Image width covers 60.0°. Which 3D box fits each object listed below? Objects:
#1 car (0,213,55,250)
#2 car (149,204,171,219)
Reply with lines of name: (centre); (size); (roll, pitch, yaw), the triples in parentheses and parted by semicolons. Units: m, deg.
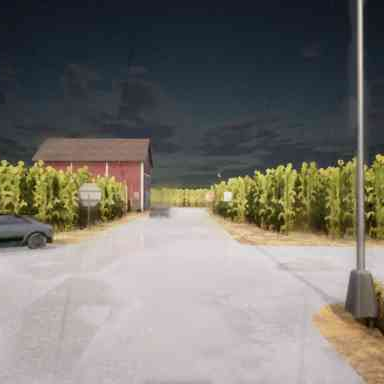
car: (-7.499, 1.514, 12.680); (4.181, 1.385, 1.994); (0, -1, -28)
car: (-3.121, 1.876, 33.359); (2.033, 1.411, 5.357); (0, -1, 0)
